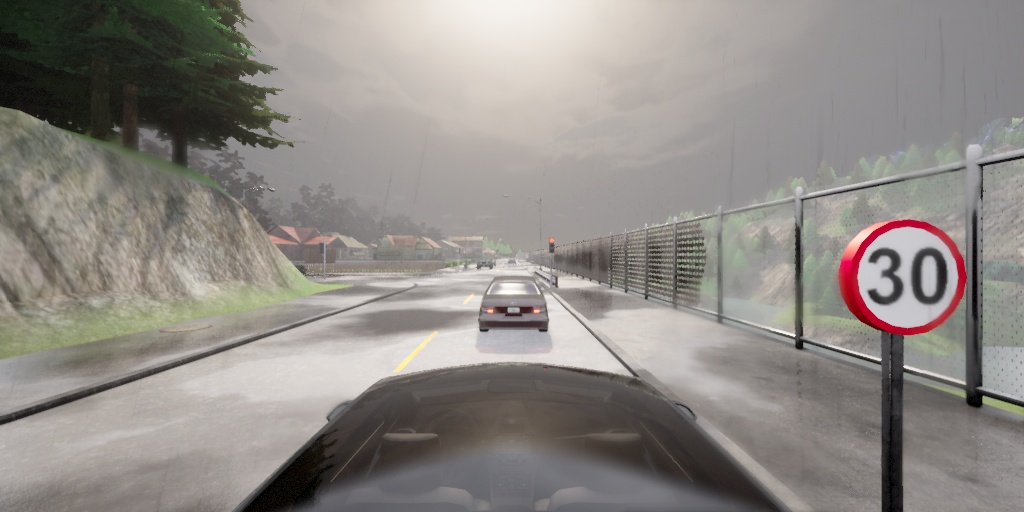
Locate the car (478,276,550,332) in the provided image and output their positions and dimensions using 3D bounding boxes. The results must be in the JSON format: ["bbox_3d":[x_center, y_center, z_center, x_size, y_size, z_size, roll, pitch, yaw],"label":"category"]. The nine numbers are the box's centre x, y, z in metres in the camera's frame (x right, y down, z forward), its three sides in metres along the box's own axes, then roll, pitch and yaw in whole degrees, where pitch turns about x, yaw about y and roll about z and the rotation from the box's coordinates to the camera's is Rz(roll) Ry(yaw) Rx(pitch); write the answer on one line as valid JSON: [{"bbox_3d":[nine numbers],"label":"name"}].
[{"bbox_3d":[0.050,1.296,10.794,2.033,1.411,5.357,0,0,0],"label":"car"}]

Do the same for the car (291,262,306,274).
[{"bbox_3d":[-22.523,1.222,34.451,5.008,1.535,1.882,0,0,1],"label":"car"}]

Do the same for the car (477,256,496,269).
[{"bbox_3d":[-4.078,0.962,54.688,2.150,2.045,5.566,0,0,0],"label":"car"}]
